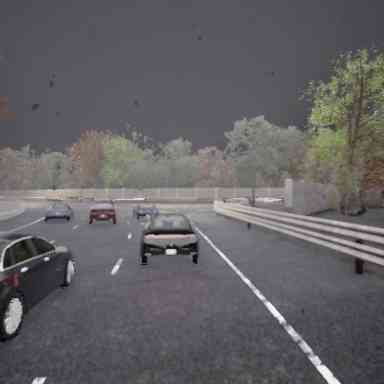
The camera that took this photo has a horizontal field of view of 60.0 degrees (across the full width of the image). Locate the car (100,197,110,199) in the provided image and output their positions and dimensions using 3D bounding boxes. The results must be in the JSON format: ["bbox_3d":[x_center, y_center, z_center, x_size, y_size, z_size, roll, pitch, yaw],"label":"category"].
[{"bbox_3d":[-14.144,1.630,53.680,1.882,1.535,5.008,0,0,-28],"label":"car"}]

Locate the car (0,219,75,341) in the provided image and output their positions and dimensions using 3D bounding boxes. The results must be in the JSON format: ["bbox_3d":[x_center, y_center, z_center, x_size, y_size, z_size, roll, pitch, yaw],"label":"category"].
[{"bbox_3d":[-3.737,1.531,6.459,1.837,1.490,4.892,0,0,-4],"label":"car"}]

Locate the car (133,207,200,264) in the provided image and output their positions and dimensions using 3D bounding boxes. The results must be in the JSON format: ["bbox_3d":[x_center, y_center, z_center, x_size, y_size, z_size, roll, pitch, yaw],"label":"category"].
[{"bbox_3d":[-0.866,1.517,11.998,2.128,1.511,4.902,0,0,-6],"label":"car"}]

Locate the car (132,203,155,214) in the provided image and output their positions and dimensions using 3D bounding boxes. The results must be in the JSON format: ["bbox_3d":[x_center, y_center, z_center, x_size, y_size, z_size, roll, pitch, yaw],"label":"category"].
[{"bbox_3d":[-4.212,1.672,29.661,1.895,1.301,4.718,0,0,-15],"label":"car"}]

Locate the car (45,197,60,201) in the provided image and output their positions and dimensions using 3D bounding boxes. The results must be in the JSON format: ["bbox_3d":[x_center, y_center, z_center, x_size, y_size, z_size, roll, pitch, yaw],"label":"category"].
[{"bbox_3d":[-33.597,1.870,79.842,4.718,1.301,1.895,0,0,45],"label":"car"}]

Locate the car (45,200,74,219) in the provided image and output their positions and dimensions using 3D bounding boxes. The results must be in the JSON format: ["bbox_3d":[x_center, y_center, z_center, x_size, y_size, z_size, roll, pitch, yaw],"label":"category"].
[{"bbox_3d":[-11.023,1.657,27.890,1.994,1.385,4.181,0,0,-15],"label":"car"}]

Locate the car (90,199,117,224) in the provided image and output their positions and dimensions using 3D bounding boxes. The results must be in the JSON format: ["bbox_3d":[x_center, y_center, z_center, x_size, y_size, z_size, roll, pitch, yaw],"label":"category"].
[{"bbox_3d":[-6.895,1.552,25.912,1.882,1.535,5.008,0,0,-14],"label":"car"}]
